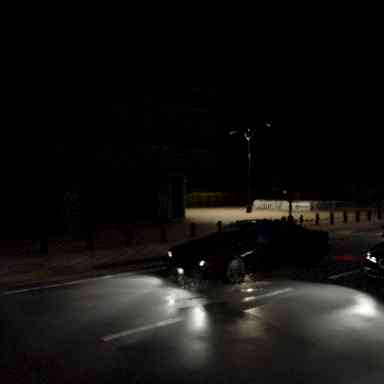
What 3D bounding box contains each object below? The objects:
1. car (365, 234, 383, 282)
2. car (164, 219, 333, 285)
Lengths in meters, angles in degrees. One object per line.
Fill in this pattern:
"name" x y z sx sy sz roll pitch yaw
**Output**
"car" 6.320 1.468 8.480 4.892 1.490 1.837 0 0 -35
"car" 1.891 1.522 9.631 5.357 1.411 2.033 0 0 -35
